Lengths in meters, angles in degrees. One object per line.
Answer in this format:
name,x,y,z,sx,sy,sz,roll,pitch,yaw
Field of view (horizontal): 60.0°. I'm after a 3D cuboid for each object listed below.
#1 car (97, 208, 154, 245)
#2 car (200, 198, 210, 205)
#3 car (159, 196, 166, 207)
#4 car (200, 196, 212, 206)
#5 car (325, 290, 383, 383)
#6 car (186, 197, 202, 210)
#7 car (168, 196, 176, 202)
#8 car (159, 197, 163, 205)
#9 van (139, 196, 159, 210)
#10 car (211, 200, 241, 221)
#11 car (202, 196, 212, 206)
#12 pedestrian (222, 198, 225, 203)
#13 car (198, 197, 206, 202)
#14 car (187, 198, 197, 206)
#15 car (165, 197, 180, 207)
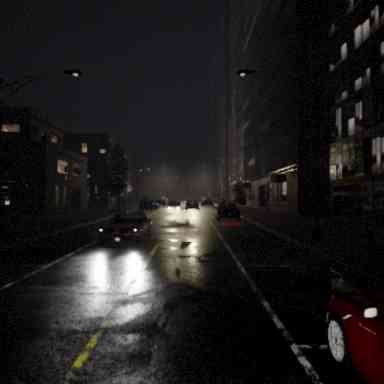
car,-3.098,1.685,16.097,1.895,1.301,4.718,0,0,0
car,2.713,1.940,70.611,1.947,1.339,4.313,1,0,0
car,-5.665,1.629,59.382,2.192,1.841,5.009,1,0,0
car,2.715,1.658,64.969,2.192,1.841,5.009,1,0,0
car,2.702,1.561,2.883,1.887,1.381,4.507,1,0,0
car,0.040,1.791,46.280,2.033,1.411,5.357,0,0,1
car,-5.662,1.937,93.245,1.967,1.590,4.097,1,0,0
car,-5.672,1.836,48.093,1.802,1.307,4.206,1,0,0
van,-5.668,1.565,42.450,1.690,1.788,3.998,1,0,0
car,3.006,1.629,28.836,1.882,1.535,5.008,0,0,0
car,2.712,1.753,59.324,1.967,1.590,4.097,1,0,0
pedestrian,3.005,1.461,31.857,0.375,1.860,0.375,1,-1,0
car,2.716,2.063,93.187,1.947,1.339,4.313,1,0,0
car,0.009,1.829,61.285,1.837,1.490,4.892,0,0,0
car,-3.044,1.904,57.369,1.895,1.301,4.718,0,0,1
